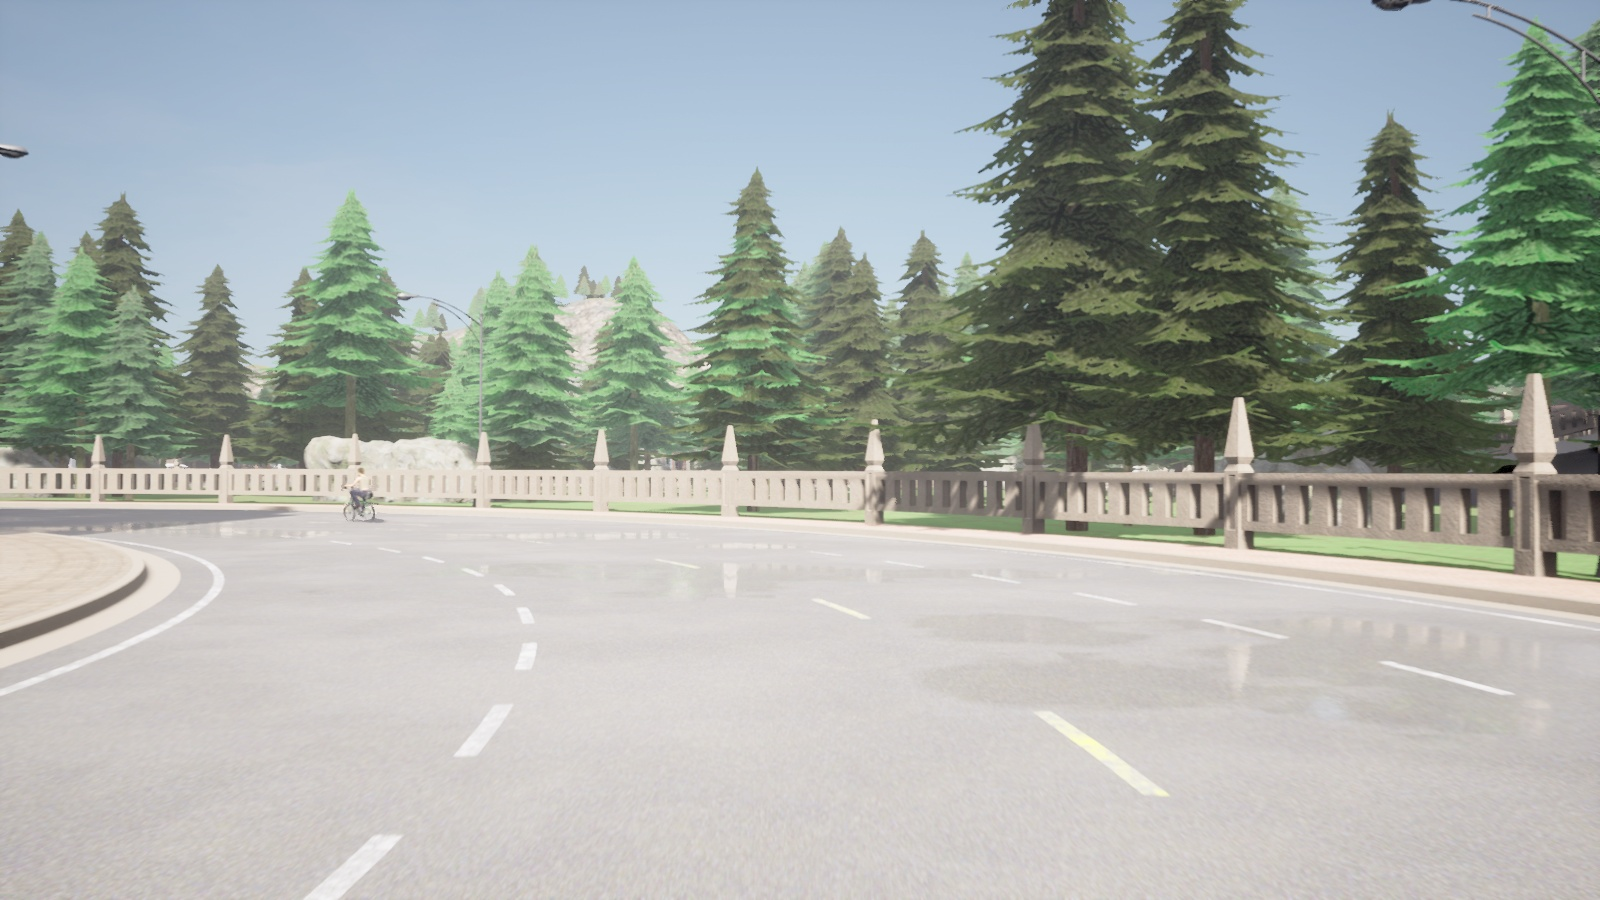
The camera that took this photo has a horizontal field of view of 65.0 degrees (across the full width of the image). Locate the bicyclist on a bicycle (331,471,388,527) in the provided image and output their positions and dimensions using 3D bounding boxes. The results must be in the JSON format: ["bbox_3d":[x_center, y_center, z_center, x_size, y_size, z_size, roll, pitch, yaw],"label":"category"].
[{"bbox_3d":[-12.944,1.421,36.895,1.509,1.612,0.866,-1,-1,36],"label":"bicyclist on a bicycle"}]
